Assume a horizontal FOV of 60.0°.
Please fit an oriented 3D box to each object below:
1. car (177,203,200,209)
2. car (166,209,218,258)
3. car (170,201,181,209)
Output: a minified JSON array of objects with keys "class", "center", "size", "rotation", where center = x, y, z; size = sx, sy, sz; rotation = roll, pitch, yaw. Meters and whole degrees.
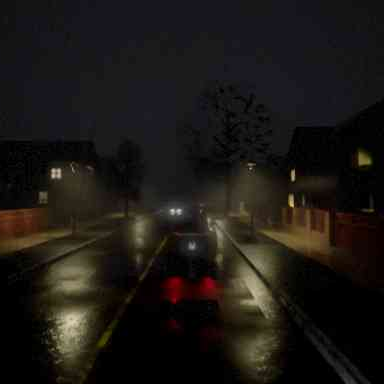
[{"class":"car","center":[0.023,1.924,28.592],"size":[1.994,1.385,4.181],"rotation":[0,-1,0]},{"class":"car","center":[0.018,1.658,13.544],"size":[2.128,1.511,4.902],"rotation":[0,-1,0]},{"class":"car","center":[-2.770,2.274,58.669],"size":[2.128,1.511,4.902],"rotation":[0,-1,0]}]
